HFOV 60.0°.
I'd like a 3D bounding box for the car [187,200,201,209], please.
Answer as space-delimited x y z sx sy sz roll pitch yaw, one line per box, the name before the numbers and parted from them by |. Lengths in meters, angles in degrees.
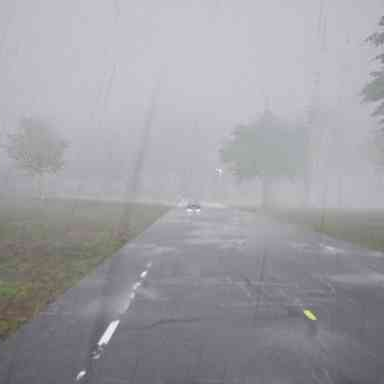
car | 0.283 1.888 49.775 1.994 1.385 4.181 0 -1 0
